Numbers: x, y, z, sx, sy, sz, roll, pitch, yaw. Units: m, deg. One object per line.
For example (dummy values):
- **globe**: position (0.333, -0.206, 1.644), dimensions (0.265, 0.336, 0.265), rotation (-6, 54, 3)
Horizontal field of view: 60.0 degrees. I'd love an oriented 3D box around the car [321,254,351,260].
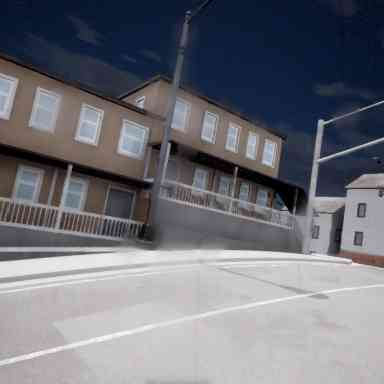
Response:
- **car**: position (13.262, 6.918, 32.919), dimensions (1.837, 1.490, 4.892), rotation (14, -17, -33)
